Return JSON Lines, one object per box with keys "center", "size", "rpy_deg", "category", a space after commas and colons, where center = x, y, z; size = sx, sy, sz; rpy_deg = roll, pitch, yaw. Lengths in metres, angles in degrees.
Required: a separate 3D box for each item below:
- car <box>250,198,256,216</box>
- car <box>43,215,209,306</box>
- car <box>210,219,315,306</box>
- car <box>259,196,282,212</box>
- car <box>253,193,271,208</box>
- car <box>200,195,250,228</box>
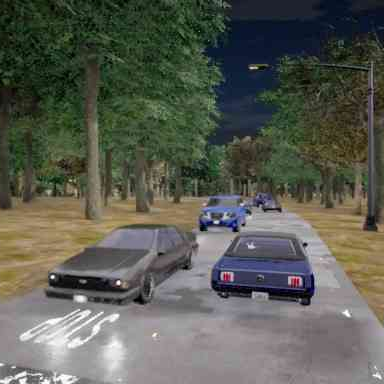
{"center": [5.102, 1.536, 33.264], "size": [2.033, 1.411, 5.357], "rpy_deg": [0, 0, 11], "category": "car"}
{"center": [-1.266, 1.551, 8.571], "size": [2.033, 1.411, 5.357], "rpy_deg": [0, 0, 17], "category": "car"}
{"center": [1.858, 1.603, 8.168], "size": [1.895, 1.301, 4.718], "rpy_deg": [0, 0, 16], "category": "car"}
{"center": [9.019, 1.536, 37.776], "size": [1.994, 1.385, 4.181], "rpy_deg": [0, 0, 8], "category": "car"}
{"center": [10.123, 1.143, 47.725], "size": [2.150, 2.045, 5.566], "rpy_deg": [0, 0, 3], "category": "car"}
{"center": [1.995, 1.227, 20.084], "size": [2.150, 2.045, 5.566], "rpy_deg": [0, 0, 15], "category": "car"}
